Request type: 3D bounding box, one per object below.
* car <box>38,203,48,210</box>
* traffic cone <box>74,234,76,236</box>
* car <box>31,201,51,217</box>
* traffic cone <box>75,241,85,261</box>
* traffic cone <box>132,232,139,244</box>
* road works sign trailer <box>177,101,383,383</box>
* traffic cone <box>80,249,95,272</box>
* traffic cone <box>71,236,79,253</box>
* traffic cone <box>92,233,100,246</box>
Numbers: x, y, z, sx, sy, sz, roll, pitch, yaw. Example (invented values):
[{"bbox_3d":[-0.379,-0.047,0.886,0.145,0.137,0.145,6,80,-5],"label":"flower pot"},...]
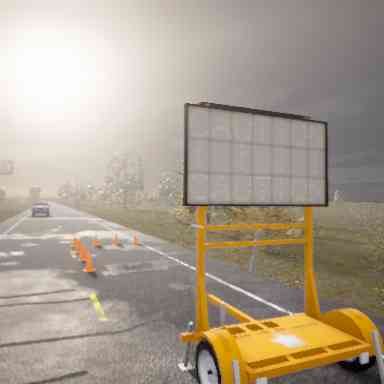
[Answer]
[{"bbox_3d":[-33.848,3.254,75.637,2.128,1.511,4.902,1,-2,-24],"label":"car"},{"bbox_3d":[-5.692,2.341,16.147,0.340,0.580,0.340,1,-2,-24],"label":"traffic cone"},{"bbox_3d":[-20.896,2.284,45.980,2.150,2.045,5.566,1,-2,-24],"label":"car"},{"bbox_3d":[-4.092,2.257,12.482,0.340,0.580,0.340,1,-2,-24],"label":"traffic cone"},{"bbox_3d":[-2.943,2.396,17.346,0.340,0.580,0.340,1,-2,-24],"label":"traffic cone"},{"bbox_3d":[0.884,0.608,4.869,2.380,3.560,2.880,1,-2,-24],"label":"road works sign trailer"},{"bbox_3d":[-3.292,2.216,10.649,0.340,0.580,0.340,1,-2,-24],"label":"traffic cone"},{"bbox_3d":[-4.892,2.299,14.314,0.340,0.580,0.340,1,-2,-24],"label":"traffic cone"},{"bbox_3d":[-4.776,2.359,16.547,0.340,0.580,0.340,1,-2,-24],"label":"traffic cone"}]
